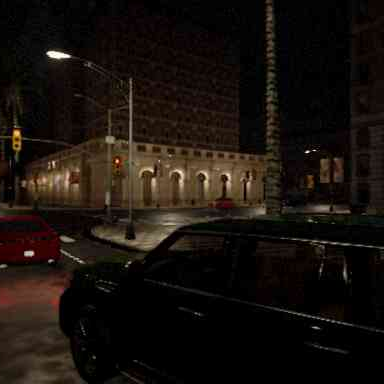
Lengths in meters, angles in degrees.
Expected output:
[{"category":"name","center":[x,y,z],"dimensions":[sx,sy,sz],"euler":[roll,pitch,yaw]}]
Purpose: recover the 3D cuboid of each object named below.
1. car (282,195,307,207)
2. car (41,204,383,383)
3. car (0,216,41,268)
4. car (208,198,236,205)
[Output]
[{"category":"car","center":[18.879,1.666,61.273],"dimensions":[5.566,2.045,2.150],"euler":[0,0,-36]},{"category":"car","center":[0.746,1.249,3.593],"dimensions":[5.566,2.045,2.150],"euler":[0,0,41]},{"category":"car","center":[-5.846,1.517,11.007],"dimensions":[1.882,1.535,5.008],"euler":[1,0,-36]},{"category":"car","center":[4.502,1.673,50.855],"dimensions":[4.553,1.767,2.097],"euler":[0,0,-36]}]
